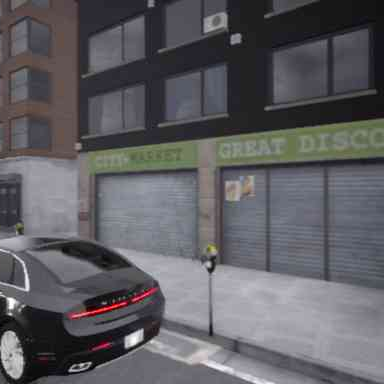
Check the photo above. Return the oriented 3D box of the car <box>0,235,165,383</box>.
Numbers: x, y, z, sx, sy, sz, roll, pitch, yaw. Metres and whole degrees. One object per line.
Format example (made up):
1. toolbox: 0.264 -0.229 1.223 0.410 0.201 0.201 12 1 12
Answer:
1. car: -2.651 1.455 5.326 4.892 1.490 1.837 1 0 36
